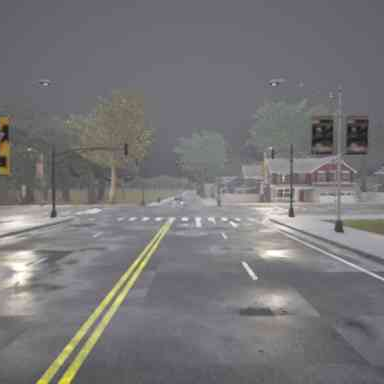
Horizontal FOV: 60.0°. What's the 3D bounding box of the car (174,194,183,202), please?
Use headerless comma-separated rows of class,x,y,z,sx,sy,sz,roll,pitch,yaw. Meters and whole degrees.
car,-2.834,1.254,70.567,1.882,1.535,5.008,0,0,0
